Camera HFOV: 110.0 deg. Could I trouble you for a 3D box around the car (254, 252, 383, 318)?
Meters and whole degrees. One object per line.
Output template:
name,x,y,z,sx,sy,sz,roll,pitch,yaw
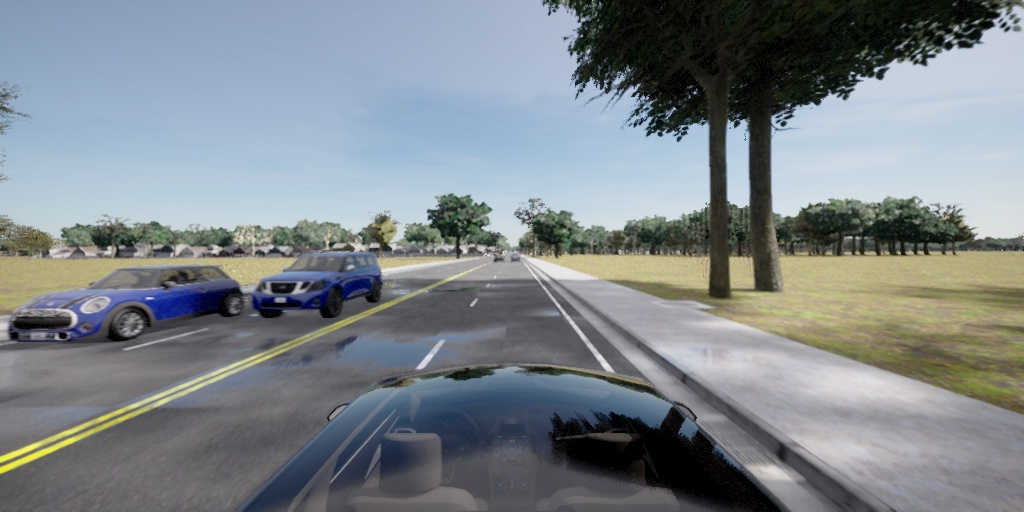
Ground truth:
car,-6.486,0.863,12.843,2.150,2.045,5.566,0,0,1

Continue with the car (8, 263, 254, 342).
car,-9.770,1.040,9.668,2.097,1.767,4.553,0,1,1
